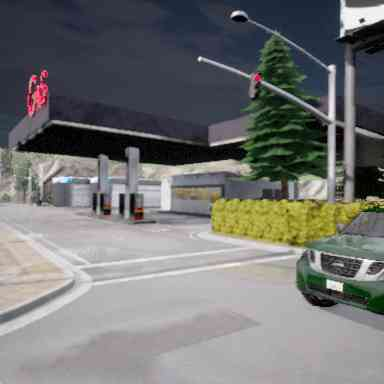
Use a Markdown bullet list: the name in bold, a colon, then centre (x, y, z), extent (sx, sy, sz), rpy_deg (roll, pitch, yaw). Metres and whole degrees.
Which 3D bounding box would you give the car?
- **car**: centre (4.738, 1.315, 7.256), extent (5.566, 2.045, 2.150), rpy_deg (2, -1, -34)
